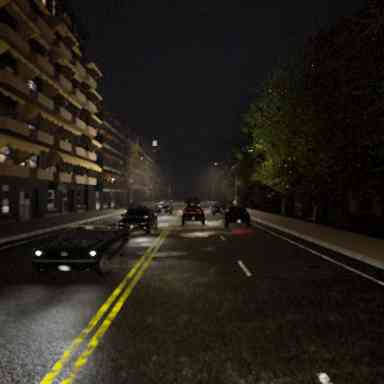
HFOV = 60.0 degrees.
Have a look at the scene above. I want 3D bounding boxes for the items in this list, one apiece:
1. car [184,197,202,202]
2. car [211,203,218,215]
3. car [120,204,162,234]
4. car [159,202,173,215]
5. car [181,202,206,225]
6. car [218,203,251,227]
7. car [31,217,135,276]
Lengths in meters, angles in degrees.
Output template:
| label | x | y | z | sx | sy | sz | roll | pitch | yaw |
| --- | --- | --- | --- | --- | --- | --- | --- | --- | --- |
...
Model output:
| label | x | y | z | sx | sy | sz | roll | pitch | yaw |
| --- | --- | --- | --- | --- | --- | --- | --- | --- | --- |
| car | 0.076 | 1.733 | 44.567 | 2.150 | 2.045 | 5.566 | 0 | 0 | 0 |
| car | 3.303 | 2.007 | 40.254 | 2.033 | 1.411 | 5.357 | 0 | -1 | 0 |
| car | -3.286 | 1.744 | 21.111 | 1.837 | 1.490 | 4.892 | 0 | -1 | 2 |
| car | -3.269 | 1.952 | 40.176 | 2.128 | 1.511 | 4.902 | 0 | -1 | 0 |
| car | 0.095 | 1.801 | 27.159 | 2.128 | 1.511 | 4.902 | 0 | -1 | 0 |
| car | 3.268 | 1.793 | 25.330 | 1.837 | 1.490 | 4.892 | 0 | 0 | 0 |
| car | -3.343 | 1.725 | 10.943 | 1.895 | 1.301 | 4.718 | 0 | -1 | 0 |
